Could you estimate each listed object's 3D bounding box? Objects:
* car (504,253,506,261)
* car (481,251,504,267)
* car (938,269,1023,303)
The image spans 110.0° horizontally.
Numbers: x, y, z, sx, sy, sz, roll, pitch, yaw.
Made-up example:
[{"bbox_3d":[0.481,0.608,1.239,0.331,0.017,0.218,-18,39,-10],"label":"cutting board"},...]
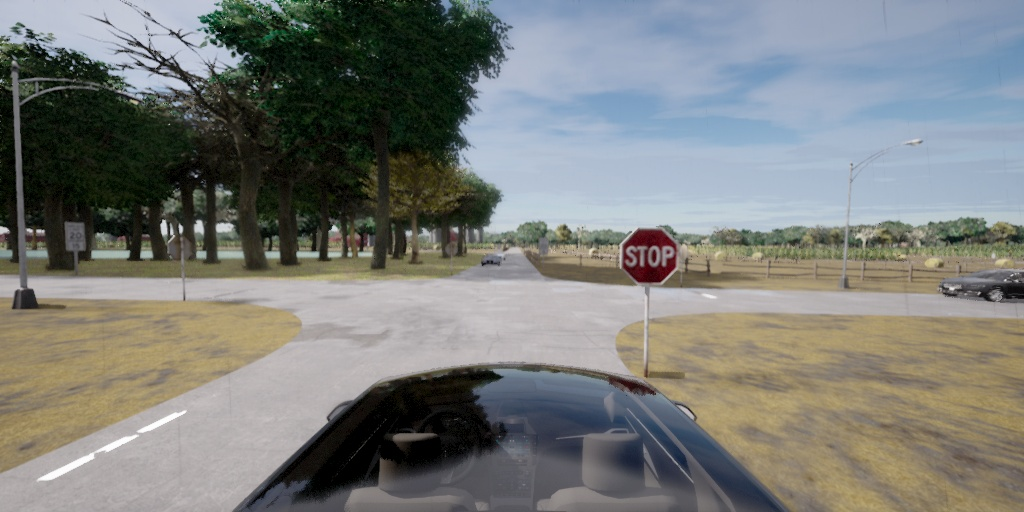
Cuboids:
[{"bbox_3d":[-2.012,-0.042,57.085,1.812,1.442,4.674,0,1,1],"label":"car"},{"bbox_3d":[-2.297,0.424,39.721,1.994,1.385,4.181,0,1,1],"label":"car"},{"bbox_3d":[23.706,1.403,17.307,4.892,1.490,1.837,1,2,1],"label":"car"}]
